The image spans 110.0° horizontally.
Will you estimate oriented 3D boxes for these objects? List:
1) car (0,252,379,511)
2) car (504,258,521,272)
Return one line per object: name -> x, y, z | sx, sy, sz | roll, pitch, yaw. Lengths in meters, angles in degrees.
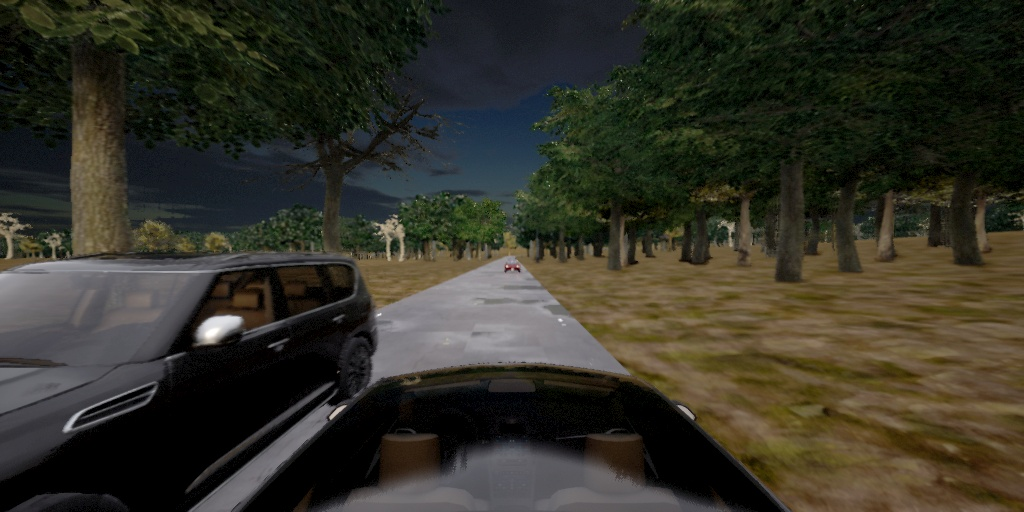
car -> -3.101, 0.975, 3.276 | 2.150, 2.045, 5.566 | 0, 0, 0
car -> 0.061, 1.208, 42.920 | 1.895, 1.301, 4.718 | 0, 0, 0
